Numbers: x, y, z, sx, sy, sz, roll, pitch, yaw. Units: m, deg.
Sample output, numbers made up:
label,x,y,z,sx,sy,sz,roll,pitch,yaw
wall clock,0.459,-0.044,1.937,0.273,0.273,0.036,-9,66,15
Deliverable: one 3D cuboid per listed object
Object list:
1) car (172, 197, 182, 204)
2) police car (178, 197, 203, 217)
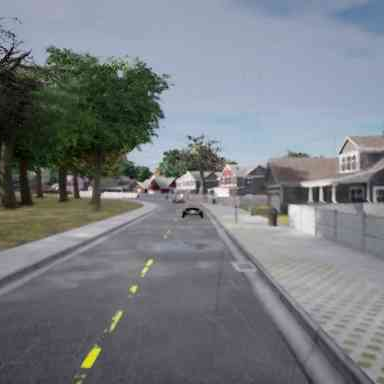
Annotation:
label,x,y,z,sx,sy,sz,roll,pitch,yaw
car,-2.616,1.559,62.514,1.895,1.301,4.718,0,0,-13
police car,0.079,1.554,31.632,2.038,1.542,4.974,0,0,1
